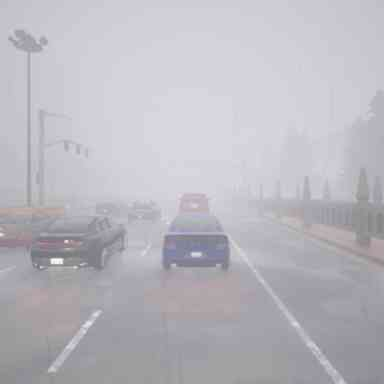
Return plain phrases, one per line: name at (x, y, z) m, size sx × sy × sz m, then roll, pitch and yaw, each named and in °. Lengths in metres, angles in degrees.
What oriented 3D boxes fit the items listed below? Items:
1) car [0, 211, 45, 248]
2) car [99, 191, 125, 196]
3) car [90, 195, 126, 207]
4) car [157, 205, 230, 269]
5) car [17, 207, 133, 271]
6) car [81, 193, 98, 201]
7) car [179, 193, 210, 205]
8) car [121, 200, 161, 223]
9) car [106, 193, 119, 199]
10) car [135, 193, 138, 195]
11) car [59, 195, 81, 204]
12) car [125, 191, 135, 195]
car at (-6.869, 1.493, 13.952) m, size 1.994 × 1.385 × 4.181 m, roll 0°, pitch 0°, yaw 0°
car at (-13.852, 0.851, 57.898) m, size 2.150 × 2.045 × 5.566 m, roll 0°, pitch 0°, yaw 0°
car at (-6.808, 1.307, 28.539) m, size 1.882 × 1.535 × 5.008 m, roll 0°, pitch 0°, yaw 0°
car at (0.119, 1.426, 10.993) m, size 1.882 × 1.535 × 5.008 m, roll 0°, pitch 1°, yaw 0°
car at (-3.382, 1.457, 10.761) m, size 1.837 × 1.490 × 4.892 m, roll 0°, pitch 1°, yaw 0°
car at (-20.739, 0.927, 65.813) m, size 2.097 × 1.767 × 4.553 m, roll 0°, pitch 0°, yaw 0°
car at (0.174, 1.076, 25.099) m, size 2.150 × 2.045 × 5.566 m, roll 0°, pitch 1°, yaw 0°
car at (-3.330, 1.353, 23.877) m, size 2.128 × 1.511 × 4.902 m, roll 0°, pitch 1°, yaw 0°
car at (-20.644, 0.972, 86.643) m, size 2.033 × 1.411 × 5.357 m, roll 0°, pitch 0°, yaw 0°
car at (-13.680, 1.026, 78.728) m, size 2.033 × 1.411 × 5.357 m, roll 0°, pitch 0°, yaw 0°
car at (-20.856, 1.167, 56.158) m, size 1.812 × 1.442 × 4.674 m, roll 0°, pitch 0°, yaw 1°
car at (-13.728, 0.783, 68.220) m, size 2.150 × 2.045 × 5.566 m, roll 0°, pitch 0°, yaw 0°
